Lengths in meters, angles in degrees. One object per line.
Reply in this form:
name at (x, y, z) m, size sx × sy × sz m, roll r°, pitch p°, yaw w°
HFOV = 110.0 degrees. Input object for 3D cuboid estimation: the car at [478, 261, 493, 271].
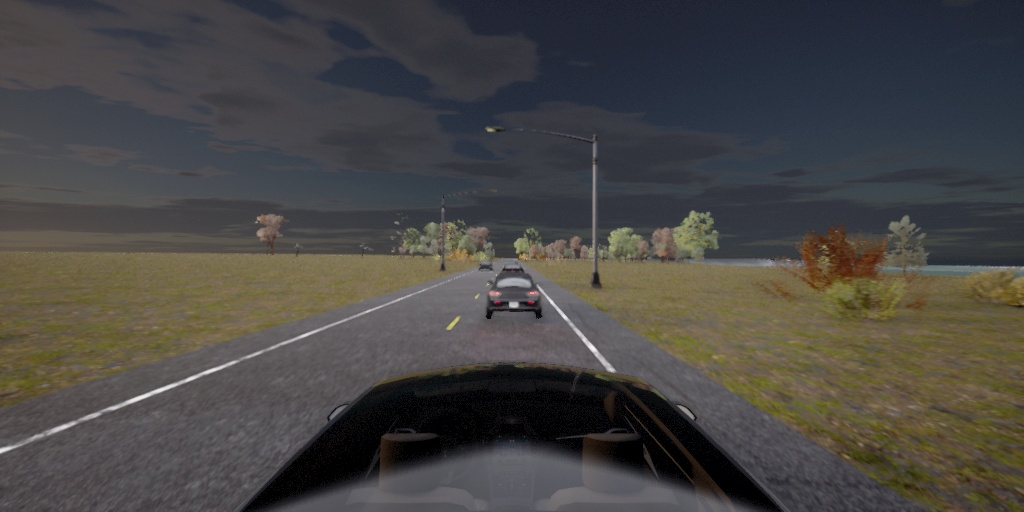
car at (-3.586, 1.392, 50.282) m, size 2.033 × 1.411 × 5.357 m, roll 0°, pitch 0°, yaw 0°

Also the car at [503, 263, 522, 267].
car at (0.069, 1.296, 27.789) m, size 2.128 × 1.511 × 4.902 m, roll 0°, pitch 0°, yaw 0°

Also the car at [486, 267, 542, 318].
car at (0.071, 1.300, 13.060) m, size 1.812 × 1.442 × 4.674 m, roll 0°, pitch 0°, yaw 0°
